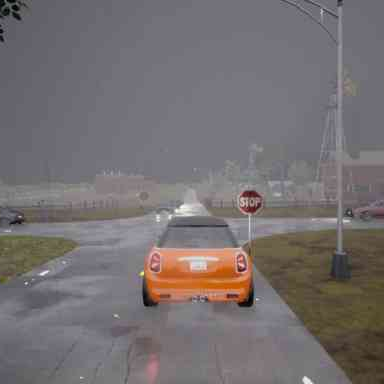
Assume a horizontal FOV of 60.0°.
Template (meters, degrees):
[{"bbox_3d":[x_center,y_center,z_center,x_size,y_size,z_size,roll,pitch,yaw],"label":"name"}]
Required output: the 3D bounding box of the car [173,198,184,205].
[{"bbox_3d":[-2.619,1.880,66.469,1.994,1.385,4.181,0,-1,0],"label":"car"}]

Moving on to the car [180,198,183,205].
[{"bbox_3d":[-2.725,1.687,46.320,1.994,1.385,4.181,0,0,0],"label":"car"}]

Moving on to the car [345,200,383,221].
[{"bbox_3d":[13.251,1.273,23.781,4.181,1.385,1.994,-1,1,1],"label":"car"}]

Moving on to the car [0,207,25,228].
[{"bbox_3d":[-14.361,1.804,23.978,4.181,1.385,1.994,-1,1,0],"label":"car"}]

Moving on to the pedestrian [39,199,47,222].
[{"bbox_3d":[-12.088,1.466,26.978,0.375,1.860,0.375,0,2,0],"label":"pedestrian"}]

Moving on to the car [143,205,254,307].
[{"bbox_3d":[0.119,1.354,8.115,2.097,1.767,4.553,0,0,0],"label":"car"}]

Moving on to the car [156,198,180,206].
[{"bbox_3d":[-2.794,1.614,36.483,2.033,1.411,5.357,0,0,1],"label":"car"}]
